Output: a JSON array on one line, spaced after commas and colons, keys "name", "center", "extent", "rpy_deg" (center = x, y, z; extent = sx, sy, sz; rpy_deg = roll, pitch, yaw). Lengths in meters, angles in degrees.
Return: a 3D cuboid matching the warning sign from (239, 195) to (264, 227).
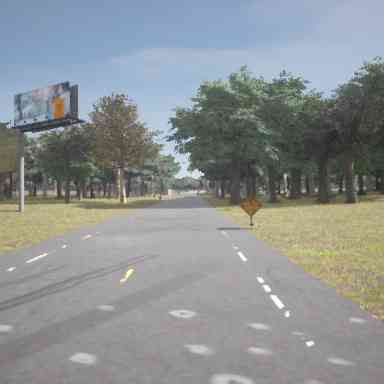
[{"name": "warning sign", "center": [3.531, 1.117, 19.855], "extent": [1.300, 1.860, 1.060], "rpy_deg": [-1, -1, 0]}]
